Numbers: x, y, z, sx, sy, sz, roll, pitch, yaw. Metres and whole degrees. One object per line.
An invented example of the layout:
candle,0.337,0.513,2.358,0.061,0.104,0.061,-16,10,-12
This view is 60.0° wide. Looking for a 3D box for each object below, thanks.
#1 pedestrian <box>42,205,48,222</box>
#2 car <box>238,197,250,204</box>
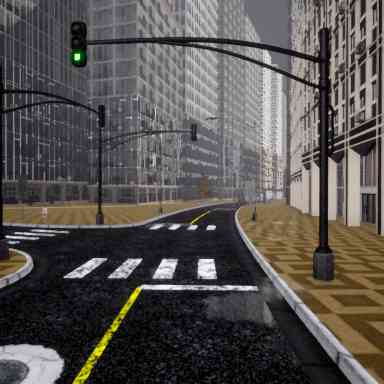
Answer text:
pedestrian,-9.302,1.348,21.021,0.500,1.100,0.500,0,0,17
car,10.828,1.743,69.047,1.882,1.535,5.008,0,0,19
